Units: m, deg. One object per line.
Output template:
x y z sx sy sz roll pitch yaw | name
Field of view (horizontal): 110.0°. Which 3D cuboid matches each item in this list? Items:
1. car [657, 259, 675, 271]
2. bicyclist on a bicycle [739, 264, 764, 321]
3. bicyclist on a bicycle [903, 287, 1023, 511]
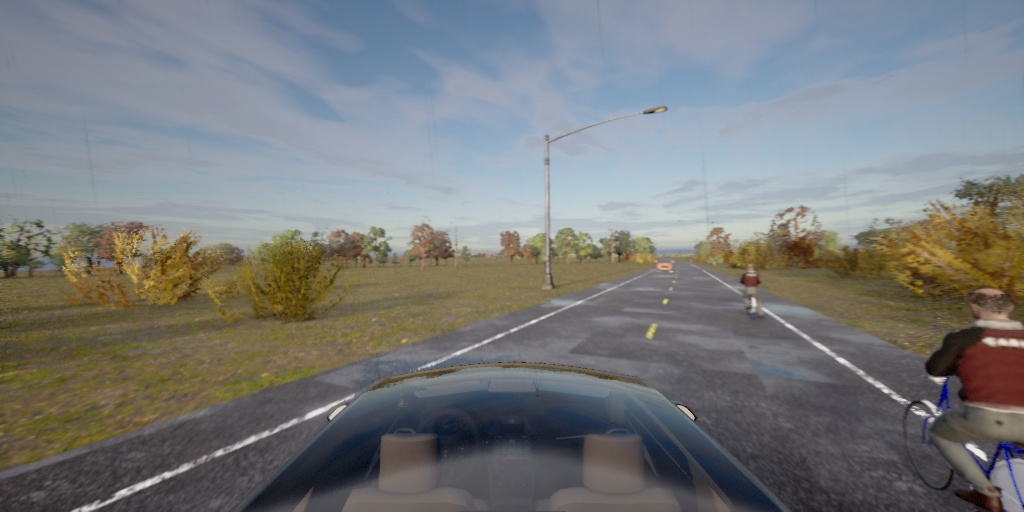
24.037 1.378 56.305 2.097 1.767 4.553 -1 -1 26 | car
7.701 1.140 11.617 0.659 1.776 1.843 -1 0 26 | bicyclist on a bicycle
3.334 1.100 2.607 0.659 1.776 1.843 -1 0 26 | bicyclist on a bicycle
